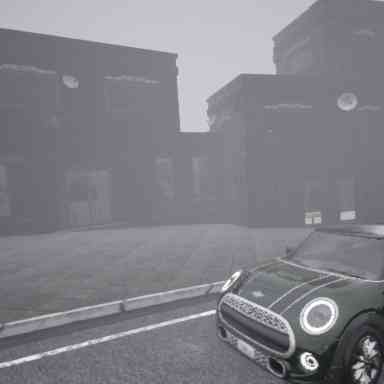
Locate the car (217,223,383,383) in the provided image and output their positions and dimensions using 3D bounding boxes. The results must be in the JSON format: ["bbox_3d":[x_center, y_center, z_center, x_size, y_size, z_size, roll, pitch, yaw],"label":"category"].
[{"bbox_3d":[2.614,1.327,5.223,4.553,1.767,2.097,0,1,-30],"label":"car"}]
